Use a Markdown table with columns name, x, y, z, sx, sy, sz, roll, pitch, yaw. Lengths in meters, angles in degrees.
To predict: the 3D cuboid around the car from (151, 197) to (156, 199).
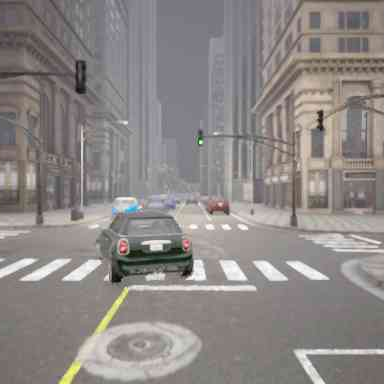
| name | x | y | z | sx | sy | sz | roll | pitch | yaw |
| --- | --- | --- | --- | --- | --- | --- | --- | --- | --- |
| car | -5.777 | 1.610 | 39.788 | 1.887 | 1.381 | 4.507 | 0 | 0 | 0 |

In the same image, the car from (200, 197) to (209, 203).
| name | x | y | z | sx | sy | sz | roll | pitch | yaw |
| --- | --- | --- | --- | --- | --- | --- | --- | --- | --- |
| car | 2.736 | 1.729 | 72.445 | 1.802 | 1.307 | 4.206 | 0 | 0 | 0 |

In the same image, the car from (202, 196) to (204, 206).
| name | x | y | z | sx | sy | sz | roll | pitch | yaw |
| --- | --- | --- | --- | --- | --- | --- | --- | --- | --- |
| car | 2.749 | 1.381 | 39.801 | 2.192 | 1.841 | 5.009 | 0 | 0 | 0 |

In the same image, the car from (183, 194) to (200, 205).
| name | x | y | z | sx | sy | sz | roll | pitch | yaw |
| --- | --- | --- | --- | --- | --- | --- | --- | --- | --- |
| car | -0.022 | 1.468 | 59.901 | 2.097 | 1.767 | 4.553 | 0 | 0 | 0 |

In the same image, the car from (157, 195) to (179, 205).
| name | x | y | z | sx | sy | sz | roll | pitch | yaw |
| --- | --- | --- | --- | --- | --- | --- | --- | --- | --- |
| car | -3.110 | 1.551 | 43.058 | 1.882 | 1.535 | 5.008 | 0 | 0 | 0 |

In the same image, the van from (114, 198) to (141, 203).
| name | x | y | z | sx | sy | sz | roll | pitch | yaw |
| --- | --- | --- | --- | --- | --- | --- | --- | --- | --- |
| van | -5.772 | 1.383 | 28.907 | 1.690 | 1.788 | 3.998 | 0 | 0 | 0 |

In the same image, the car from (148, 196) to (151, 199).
| name | x | y | z | sx | sy | sz | roll | pitch | yaw |
| --- | --- | --- | --- | --- | --- | --- | --- | --- | --- |
| car | -5.774 | 1.494 | 34.347 | 1.967 | 1.590 | 4.097 | 0 | 0 | 0 |

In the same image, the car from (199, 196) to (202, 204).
| name | x | y | z | sx | sy | sz | roll | pitch | yaw |
| --- | --- | --- | --- | --- | --- | --- | --- | --- | --- |
| car | 2.742 | 1.657 | 56.122 | 2.008 | 1.369 | 4.403 | 0 | 0 | 0 |

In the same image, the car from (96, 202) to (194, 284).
| name | x | y | z | sx | sy | sz | roll | pitch | yaw |
| --- | --- | --- | --- | --- | --- | --- | --- | --- | --- |
| car | -1.614 | 1.362 | 10.041 | 2.097 | 1.767 | 4.553 | 0 | 0 | -21 |

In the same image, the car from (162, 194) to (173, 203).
| name | x | y | z | sx | sy | sz | roll | pitch | yaw |
| --- | --- | --- | --- | --- | --- | --- | --- | --- | --- |
| car | -5.791 | 1.476 | 77.878 | 2.192 | 1.841 | 5.009 | 0 | 0 | 0 |

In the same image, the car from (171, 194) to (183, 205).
| name | x | y | z | sx | sy | sz | roll | pitch | yaw |
| --- | --- | --- | --- | --- | --- | --- | --- | --- | --- |
| car | -3.025 | 1.672 | 63.985 | 2.033 | 1.411 | 5.357 | 0 | 0 | 0 |

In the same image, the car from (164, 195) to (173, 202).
| name | x | y | z | sx | sy | sz | roll | pitch | yaw |
| --- | --- | --- | --- | --- | --- | --- | --- | --- | --- |
| car | -5.794 | 1.617 | 83.319 | 1.967 | 1.590 | 4.097 | 0 | 0 | 0 |

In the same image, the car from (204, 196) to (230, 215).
| name | x | y | z | sx | sy | sz | roll | pitch | yaw |
| --- | --- | --- | --- | --- | --- | --- | --- | --- | --- |
| car | 2.751 | 1.369 | 34.360 | 2.192 | 1.841 | 5.009 | 0 | 0 | 0 |

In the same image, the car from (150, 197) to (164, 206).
| name | x | y | z | sx | sy | sz | roll | pitch | yaw |
| --- | --- | --- | --- | --- | --- | --- | --- | --- | --- |
| car | -5.783 | 1.651 | 56.112 | 1.887 | 1.381 | 4.507 | 0 | 0 | 0 |

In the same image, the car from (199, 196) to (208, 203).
| name | x | y | z | sx | sy | sz | roll | pitch | yaw |
| --- | --- | --- | --- | --- | --- | --- | --- | --- | --- |
| car | 2.734 | 1.705 | 77.885 | 1.887 | 1.381 | 4.507 | 0 | 0 | 0 |

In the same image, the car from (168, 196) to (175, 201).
| name | x | y | z | sx | sy | sz | roll | pitch | yaw |
| --- | --- | --- | --- | --- | --- | --- | --- | --- | --- |
| car | -5.799 | 1.805 | 94.199 | 1.802 | 1.307 | 4.206 | 0 | 0 | 0 |

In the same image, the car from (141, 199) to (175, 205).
| name | x | y | z | sx | sy | sz | roll | pitch | yaw |
| --- | --- | --- | --- | --- | --- | --- | --- | --- | --- |
| car | -3.082 | 1.591 | 29.642 | 2.033 | 1.411 | 5.357 | 0 | 0 | 4 |

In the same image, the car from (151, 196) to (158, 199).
| name | x | y | z | sx | sy | sz | roll | pitch | yaw |
| --- | --- | --- | --- | --- | --- | --- | --- | --- | --- |
| car | -5.779 | 1.645 | 45.229 | 1.947 | 1.339 | 4.313 | 0 | 0 | 0 |

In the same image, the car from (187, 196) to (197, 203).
| name | x | y | z | sx | sy | sz | roll | pitch | yaw |
| --- | --- | --- | --- | --- | --- | --- | --- | --- | --- |
| car | -0.026 | 1.543 | 69.933 | 1.882 | 1.535 | 5.008 | 0 | 0 | 0 |
